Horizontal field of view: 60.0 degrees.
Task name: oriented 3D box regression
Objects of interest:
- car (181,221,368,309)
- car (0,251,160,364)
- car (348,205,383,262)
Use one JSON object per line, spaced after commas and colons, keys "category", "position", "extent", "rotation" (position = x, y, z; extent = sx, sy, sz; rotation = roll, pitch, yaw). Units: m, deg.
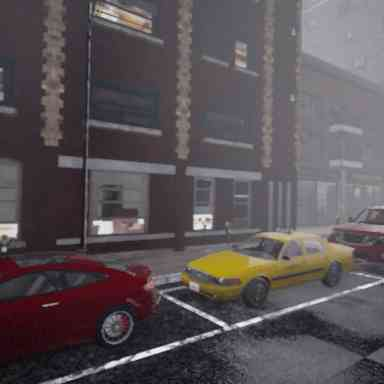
{"category": "car", "position": [2.019, 1.567, 7.978], "extent": [4.829, 1.417, 1.752], "rotation": [0, 1, -35]}
{"category": "car", "position": [-2.472, 1.587, 4.777], "extent": [4.206, 1.307, 1.802], "rotation": [0, 1, -35]}
{"category": "car", "position": [6.790, 1.396, 11.374], "extent": [5.009, 1.841, 2.192], "rotation": [0, 1, -35]}
